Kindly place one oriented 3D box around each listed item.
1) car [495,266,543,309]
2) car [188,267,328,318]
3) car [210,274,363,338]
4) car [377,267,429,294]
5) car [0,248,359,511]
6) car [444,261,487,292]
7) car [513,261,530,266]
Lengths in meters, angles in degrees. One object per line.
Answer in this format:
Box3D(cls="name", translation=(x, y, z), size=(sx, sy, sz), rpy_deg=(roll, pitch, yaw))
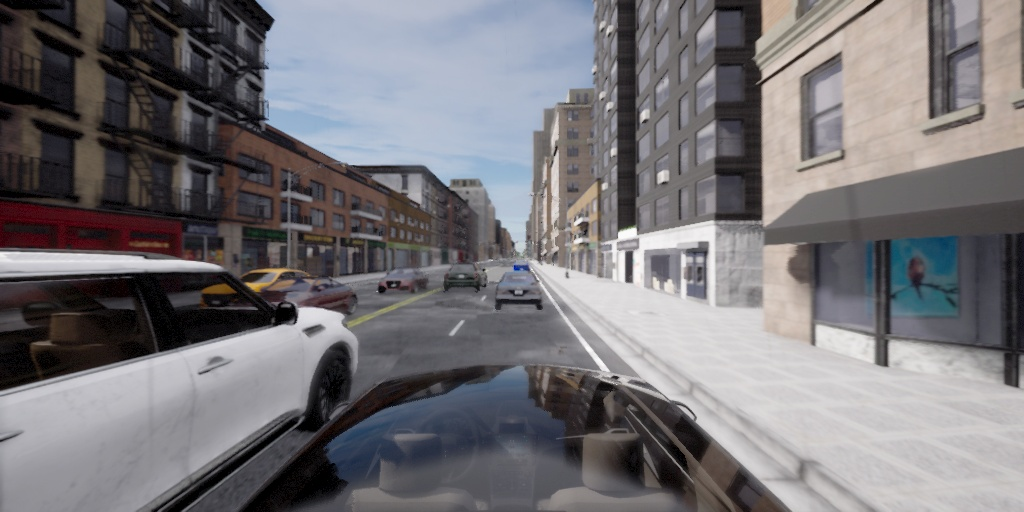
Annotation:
Box3D(cls="car", translation=(0.307, 1.336, 15.180), size=(2.033, 1.411, 5.357), rpy_deg=(0, 0, 2))
Box3D(cls="car", translation=(-9.599, 1.254, 14.231), size=(1.882, 1.535, 5.008), rpy_deg=(0, 0, 2))
Box3D(cls="car", translation=(-6.435, 1.334, 10.935), size=(1.994, 1.385, 4.181), rpy_deg=(0, 0, 1))
Box3D(cls="car", translation=(-6.197, 1.362, 20.849), size=(1.994, 1.385, 4.181), rpy_deg=(0, 0, 1))
Box3D(cls="car", translation=(-3.121, 0.974, 2.421), size=(2.150, 2.045, 5.566), rpy_deg=(0, 0, 0))
Box3D(cls="car", translation=(-2.736, 1.155, 21.954), size=(2.097, 1.767, 4.553), rpy_deg=(0, 0, 2))
Box3D(cls="car", translation=(1.112, 1.336, 42.130), size=(1.882, 1.535, 5.008), rpy_deg=(0, 0, 2))
